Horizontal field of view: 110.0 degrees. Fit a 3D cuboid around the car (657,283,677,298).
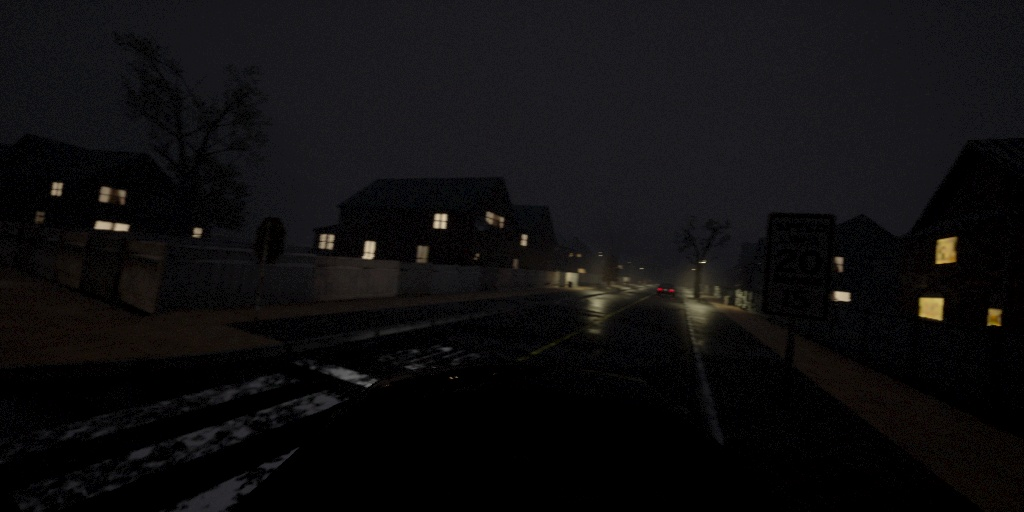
[{"bbox_3d":[17.491,3.845,40.607,2.033,1.411,5.357,5,-1,25],"label":"car"}]
